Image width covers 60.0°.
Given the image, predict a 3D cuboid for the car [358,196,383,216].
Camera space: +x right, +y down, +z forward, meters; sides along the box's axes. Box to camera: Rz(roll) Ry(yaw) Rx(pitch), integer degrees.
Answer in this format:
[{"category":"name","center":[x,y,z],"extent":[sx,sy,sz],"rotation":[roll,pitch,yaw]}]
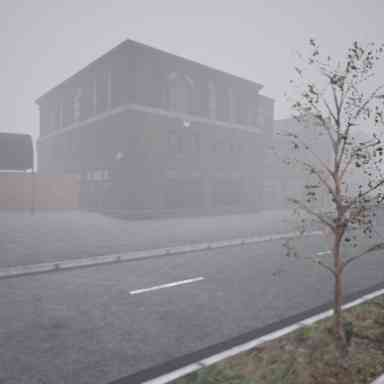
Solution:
[{"category":"car","center":[19.350,1.462,33.142],"extent":[2.435,2.045,5.566],"rotation":[1,-1,-43]}]
